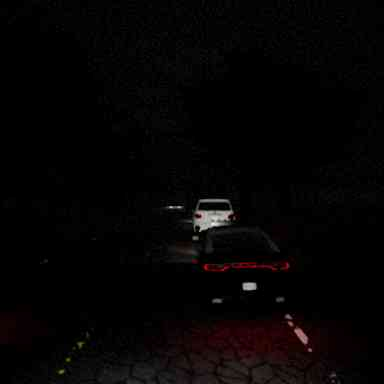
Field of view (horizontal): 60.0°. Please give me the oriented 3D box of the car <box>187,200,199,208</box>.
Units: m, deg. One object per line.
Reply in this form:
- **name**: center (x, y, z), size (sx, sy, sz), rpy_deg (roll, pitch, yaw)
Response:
- **car**: center (0.096, 2.065, 58.205), size (1.994, 1.385, 4.181), rpy_deg (-1, -1, 0)

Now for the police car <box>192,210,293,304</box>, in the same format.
- **police car**: center (1.047, 1.511, 8.599), size (1.930, 1.638, 5.238), rpy_deg (-1, 0, 0)

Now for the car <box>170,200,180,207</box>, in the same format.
- **car**: center (-3.322, 2.235, 66.449), size (1.895, 1.301, 4.718), rpy_deg (-1, -1, 0)

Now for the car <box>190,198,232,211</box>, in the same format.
- **car**: center (1.100, 1.348, 18.529), size (2.150, 2.045, 5.566), rpy_deg (0, 0, 0)

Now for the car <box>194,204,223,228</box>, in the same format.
- **car**: center (1.113, 1.690, 24.509), size (1.837, 1.490, 4.892), rpy_deg (-1, -1, 0)

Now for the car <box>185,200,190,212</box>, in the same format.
- **car**: center (0.105, 1.893, 44.693), size (1.994, 1.385, 4.181), rpy_deg (0, 0, 1)
